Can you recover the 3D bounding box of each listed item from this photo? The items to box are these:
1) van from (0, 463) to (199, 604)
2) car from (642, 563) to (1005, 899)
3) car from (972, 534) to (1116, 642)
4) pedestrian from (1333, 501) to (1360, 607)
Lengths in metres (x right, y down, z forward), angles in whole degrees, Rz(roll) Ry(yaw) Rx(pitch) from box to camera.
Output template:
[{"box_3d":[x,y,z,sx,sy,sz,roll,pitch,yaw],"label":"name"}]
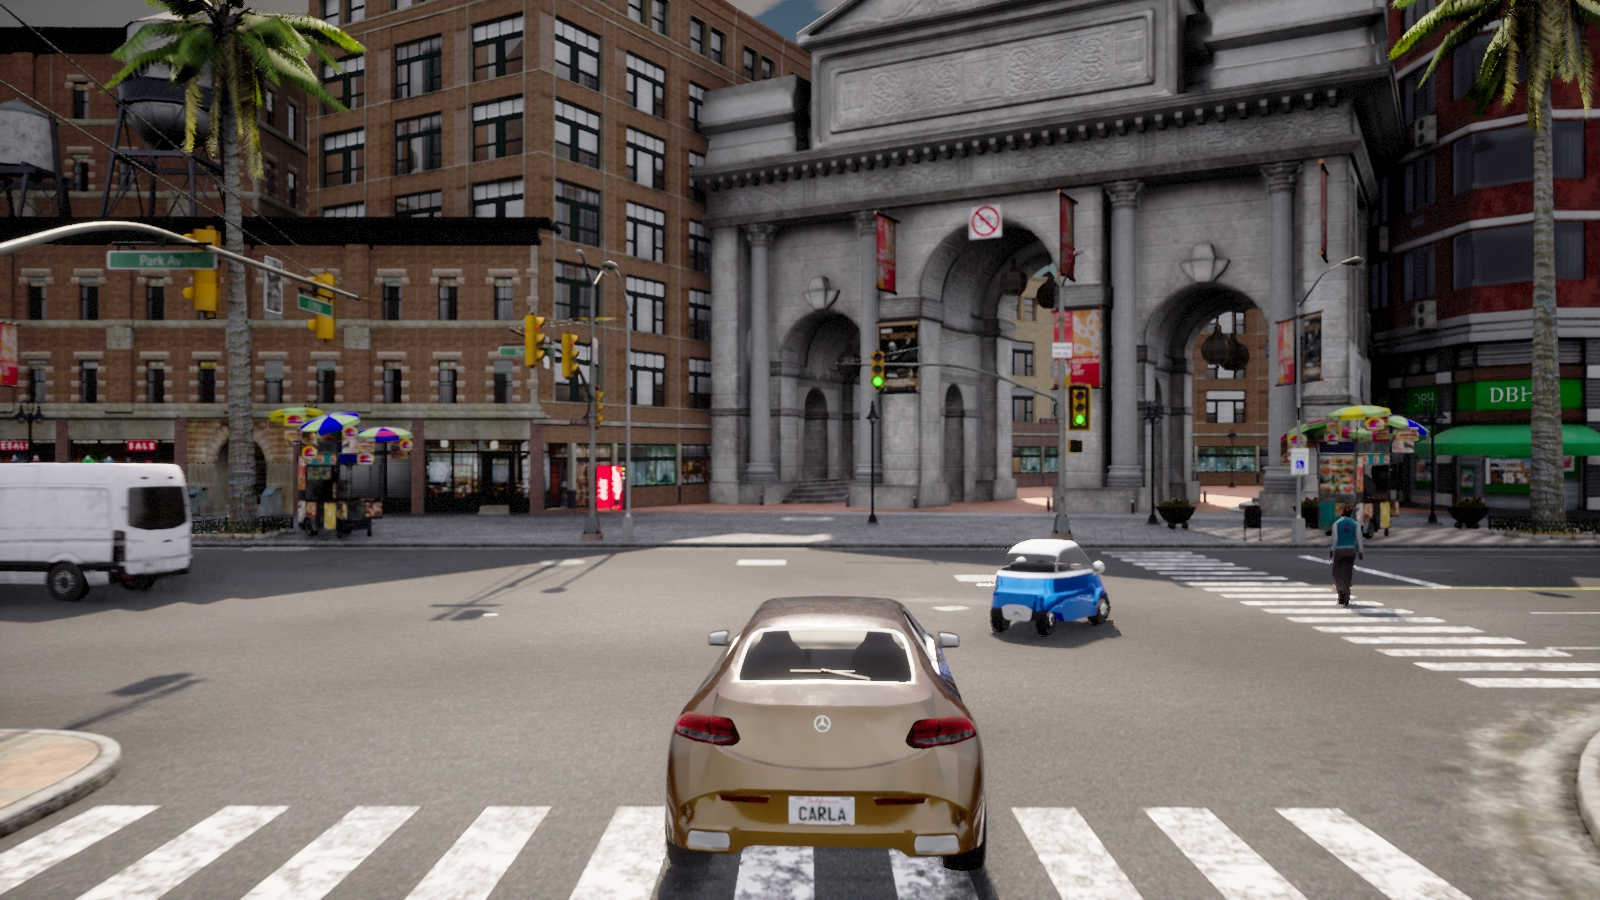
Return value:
[{"box_3d":[-15.062,1.534,22.279,5.915,2.561,1.988,0,-1,10],"label":"van"},{"box_3d":[0.258,1.993,9.273,2.152,1.651,5.027,0,0,3],"label":"car"},{"box_3d":[3.898,2.122,18.116,1.481,1.376,2.207,0,0,35],"label":"car"},{"box_3d":[9.802,1.852,20.497,0.375,1.860,0.375,0,0,15],"label":"pedestrian"}]
